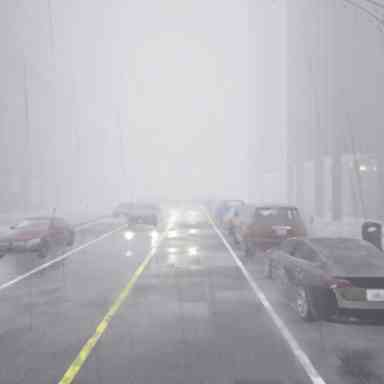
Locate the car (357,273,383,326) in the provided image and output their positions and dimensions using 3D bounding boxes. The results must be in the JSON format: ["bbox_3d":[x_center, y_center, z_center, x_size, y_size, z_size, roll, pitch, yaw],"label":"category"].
[{"bbox_3d":[2.765,1.567,1.390,1.947,1.339,4.313,0,0,0],"label":"car"}]

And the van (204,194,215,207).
[{"bbox_3d":[2.762,1.368,40.846,1.690,1.788,3.998,0,0,0],"label":"van"}]

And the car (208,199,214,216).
[{"bbox_3d":[2.762,1.569,29.573,2.008,1.369,4.403,0,0,0],"label":"car"}]

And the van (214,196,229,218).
[{"bbox_3d":[2.764,1.355,23.936,1.690,1.788,3.998,0,0,0],"label":"van"}]

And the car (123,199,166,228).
[{"bbox_3d":[-3.101,1.491,22.638,1.882,1.535,5.008,0,0,0],"label":"car"}]

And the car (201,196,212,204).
[{"bbox_3d":[2.759,1.491,63.392,1.967,1.590,4.097,0,0,0],"label":"car"}]

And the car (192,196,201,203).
[{"bbox_3d":[0.893,1.563,70.464,1.837,1.490,4.892,0,0,0],"label":"car"}]

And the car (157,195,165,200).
[{"bbox_3d":[-5.765,1.604,52.110,1.947,1.339,4.313,0,0,0],"label":"car"}]

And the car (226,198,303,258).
[{"bbox_3d":[2.765,1.323,12.663,2.192,1.841,5.009,0,0,0],"label":"car"}]

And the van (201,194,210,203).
[{"bbox_3d":[2.759,1.398,69.029,1.690,1.788,3.998,0,0,0],"label":"van"}]

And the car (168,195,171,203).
[{"bbox_3d":[-5.765,1.365,63.382,2.192,1.841,5.009,0,0,0],"label":"car"}]

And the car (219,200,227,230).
[{"bbox_3d":[2.764,1.451,18.300,1.967,1.590,4.097,0,0,0],"label":"car"}]

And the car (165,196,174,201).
[{"bbox_3d":[-5.768,1.625,85.928,2.008,1.369,4.403,0,0,0],"label":"car"}]

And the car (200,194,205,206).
[{"bbox_3d":[2.760,1.479,52.119,1.967,1.590,4.097,0,0,0],"label":"car"}]

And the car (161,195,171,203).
[{"bbox_3d":[-5.767,1.502,74.656,1.967,1.590,4.097,0,0,0],"label":"car"}]

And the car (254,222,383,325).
[{"bbox_3d":[2.765,1.570,7.026,1.947,1.339,4.313,0,0,0],"label":"car"}]

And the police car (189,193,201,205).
[{"bbox_3d":[0.894,1.473,60.573,1.930,1.638,5.238,0,0,0],"label":"police car"}]

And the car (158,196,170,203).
[{"bbox_3d":[-5.767,1.622,69.019,1.947,1.339,4.313,0,0,0],"label":"car"}]

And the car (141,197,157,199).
[{"bbox_3d":[-5.763,1.467,40.838,1.967,1.590,4.097,0,0,0],"label":"car"}]

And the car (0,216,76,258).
[{"bbox_3d":[-5.761,1.589,12.656,1.802,1.307,4.206,0,0,0],"label":"car"}]

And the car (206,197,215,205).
[{"bbox_3d":[2.762,1.548,35.379,1.752,1.417,4.829,0,0,0],"label":"car"}]

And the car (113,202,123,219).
[{"bbox_3d":[-5.763,1.583,29.565,1.947,1.339,4.313,0,0,0],"label":"car"}]

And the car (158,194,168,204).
[{"bbox_3d":[-5.766,1.589,57.746,1.887,1.381,4.507,0,0,0],"label":"car"}]

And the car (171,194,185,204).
[{"bbox_3d":[-3.024,1.598,64.259,2.033,1.411,5.357,0,0,1],"label":"car"}]

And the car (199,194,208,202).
[{"bbox_3d":[2.758,1.384,80.303,2.192,1.841,5.009,0,0,0],"label":"car"}]

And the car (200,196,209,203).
[{"bbox_3d":[2.758,1.607,74.666,1.887,1.381,4.507,0,0,0],"label":"car"}]
